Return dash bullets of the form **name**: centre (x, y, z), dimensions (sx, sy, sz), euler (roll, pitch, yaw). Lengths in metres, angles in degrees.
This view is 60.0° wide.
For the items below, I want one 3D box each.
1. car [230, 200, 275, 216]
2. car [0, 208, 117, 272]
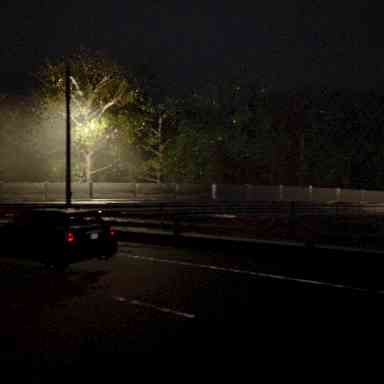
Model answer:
- **car**: centre (5.680, 1.444, 30.943), dimensions (4.181, 1.385, 1.994), euler (0, 0, -18)
- **car**: centre (-4.666, 1.304, 10.745), dimensions (4.553, 1.767, 2.097), euler (0, 0, 30)
